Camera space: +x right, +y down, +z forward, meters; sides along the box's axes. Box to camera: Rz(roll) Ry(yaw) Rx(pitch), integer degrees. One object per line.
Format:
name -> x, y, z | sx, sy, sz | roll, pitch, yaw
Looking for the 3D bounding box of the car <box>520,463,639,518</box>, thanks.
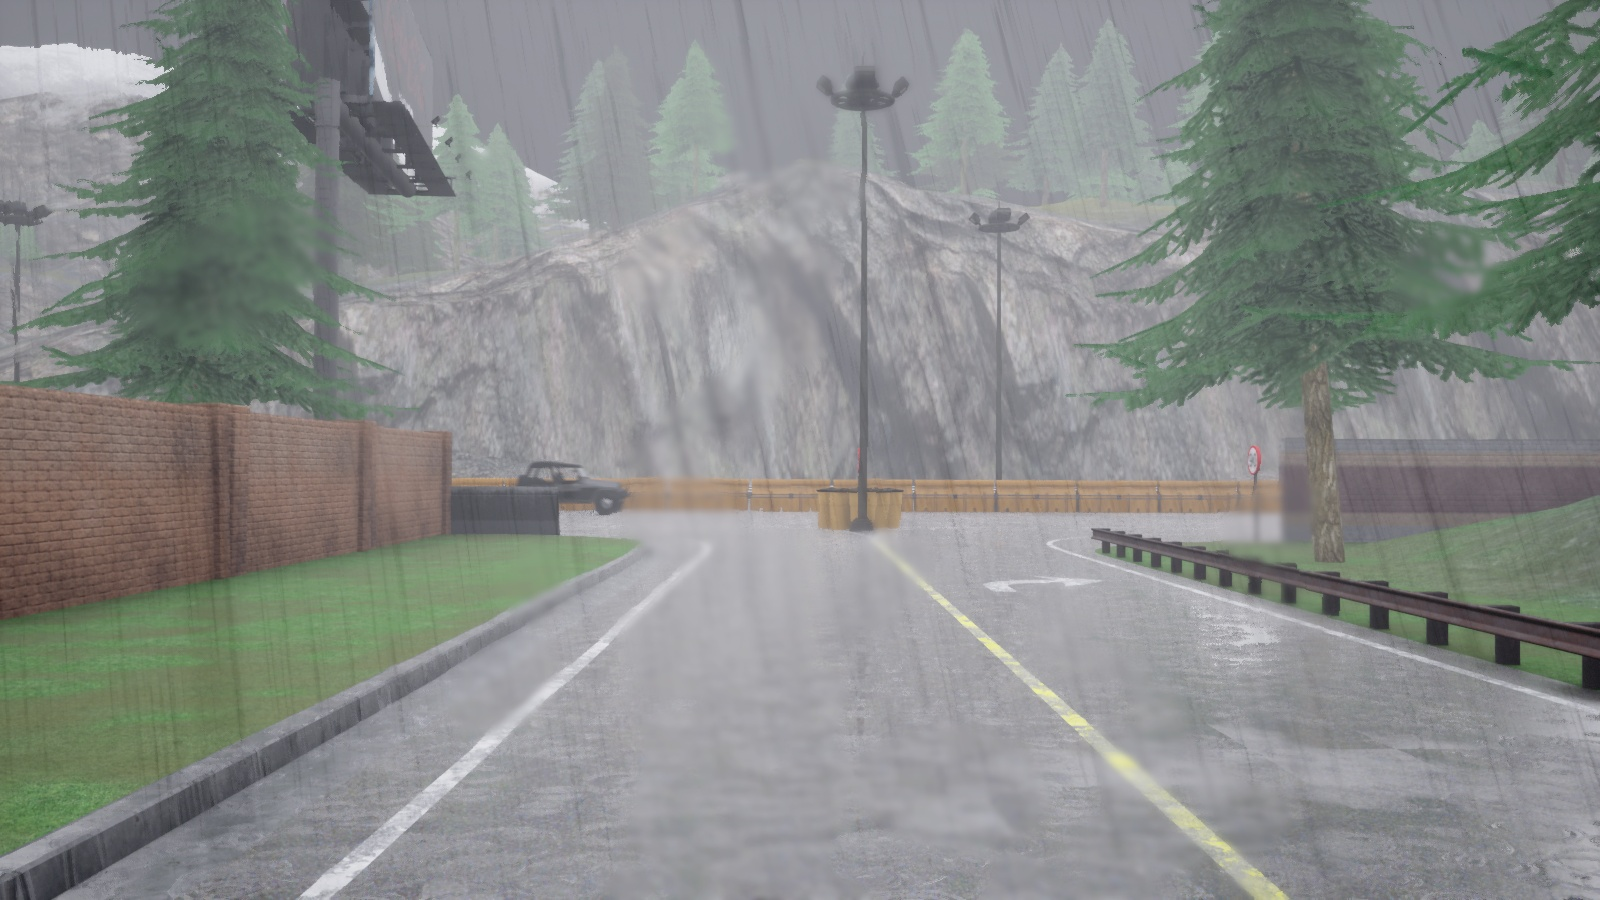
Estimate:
car -> -7.726, 1.401, 44.205 | 3.866, 1.878, 1.905 | 0, -1, -1
